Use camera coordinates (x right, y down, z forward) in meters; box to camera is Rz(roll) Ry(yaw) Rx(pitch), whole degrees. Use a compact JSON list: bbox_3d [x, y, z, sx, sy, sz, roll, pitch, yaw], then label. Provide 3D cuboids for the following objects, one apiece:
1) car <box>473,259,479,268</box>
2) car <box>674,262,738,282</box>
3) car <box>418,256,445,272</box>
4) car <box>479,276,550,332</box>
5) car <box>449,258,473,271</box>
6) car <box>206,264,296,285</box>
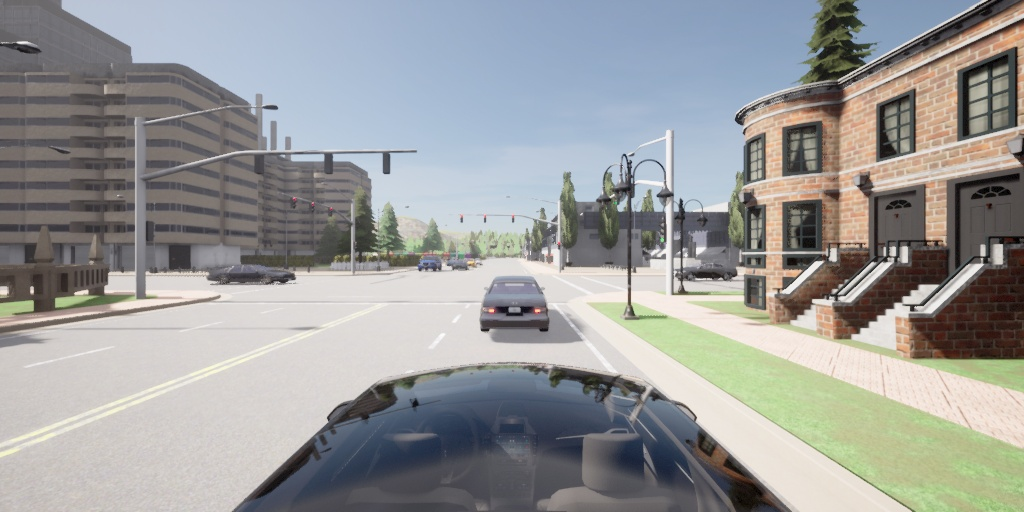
[{"bbox_3d":[-7.135,1.222,60.762,1.882,1.535,5.008,0,0,0],"label":"car"},{"bbox_3d":[15.424,1.239,28.809,4.902,1.511,2.128,0,0,-1],"label":"car"},{"bbox_3d":[-10.640,0.967,46.874,2.150,2.045,5.566,0,0,0],"label":"car"},{"bbox_3d":[0.072,1.297,10.846,2.033,1.411,5.357,0,0,0],"label":"car"},{"bbox_3d":[-7.135,1.310,50.272,1.994,1.385,4.181,0,0,0],"label":"car"},{"bbox_3d":[-18.388,1.295,25.390,5.357,1.411,2.033,0,0,0],"label":"car"}]
